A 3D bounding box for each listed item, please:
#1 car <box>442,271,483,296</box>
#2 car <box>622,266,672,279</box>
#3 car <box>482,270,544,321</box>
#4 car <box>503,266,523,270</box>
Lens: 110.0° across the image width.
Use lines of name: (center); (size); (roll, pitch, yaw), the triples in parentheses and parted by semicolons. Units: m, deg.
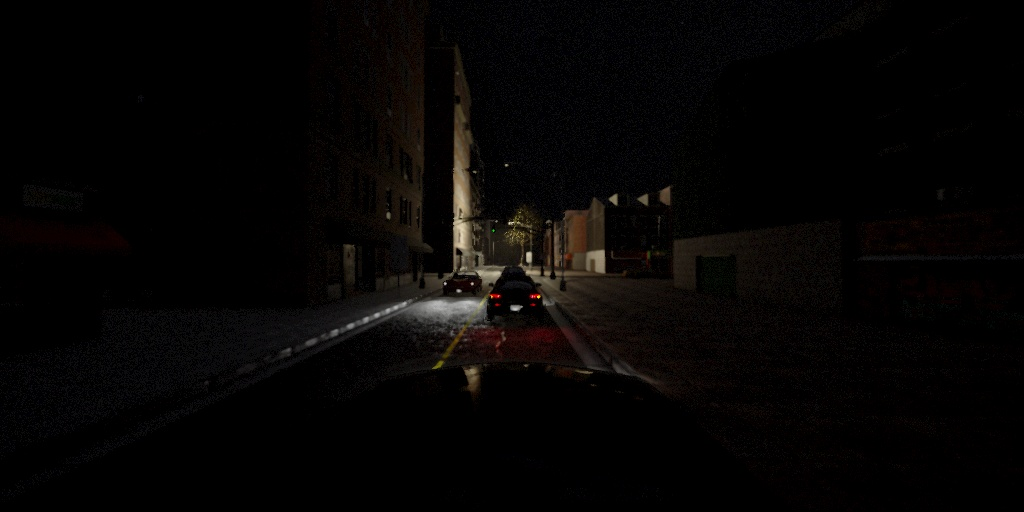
car: (-2.808, 1.567, 21.170); (1.895, 1.301, 4.718); (0, -1, 0)
car: (13.906, 1.722, 36.918); (4.829, 1.417, 1.751); (0, 0, 0)
car: (0.104, 1.403, 12.971); (1.812, 1.442, 4.674); (0, -1, 0)
car: (0.065, 1.500, 26.661); (1.882, 1.535, 5.008); (0, -1, -1)
